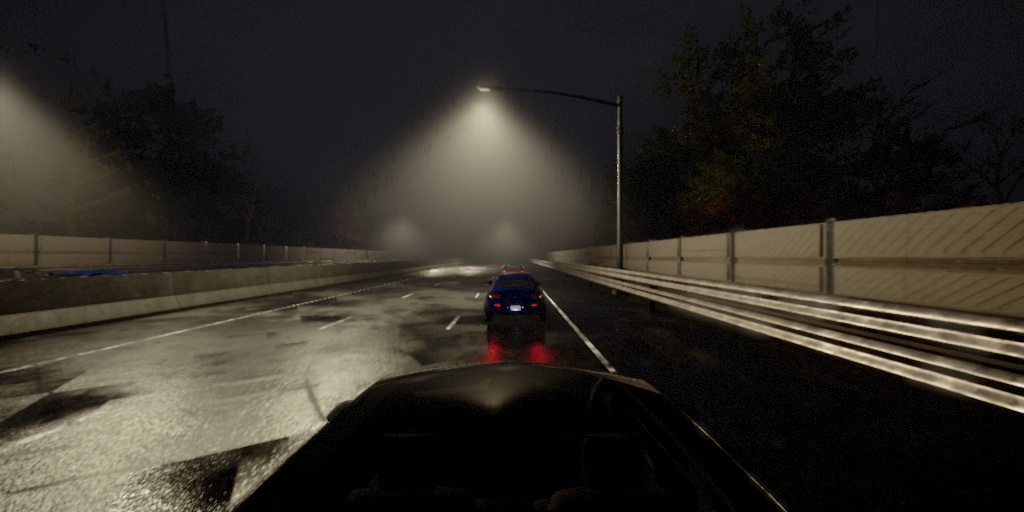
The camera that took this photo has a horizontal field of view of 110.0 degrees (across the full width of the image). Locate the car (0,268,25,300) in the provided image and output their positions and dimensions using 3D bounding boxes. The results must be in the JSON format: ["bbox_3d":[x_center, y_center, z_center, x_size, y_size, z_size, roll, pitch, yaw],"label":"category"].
[{"bbox_3d":[-24.502,1.296,14.618,2.033,1.411,5.357,0,0,0],"label":"car"}]

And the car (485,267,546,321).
[{"bbox_3d":[0.100,1.275,12.271,1.812,1.442,4.674,0,0,0],"label":"car"}]

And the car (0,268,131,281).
[{"bbox_3d":[-17.502,1.280,14.649,1.812,1.442,4.674,0,0,0],"label":"car"}]

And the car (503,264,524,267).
[{"bbox_3d":[0.099,1.316,29.104,1.994,1.385,4.181,0,0,0],"label":"car"}]
